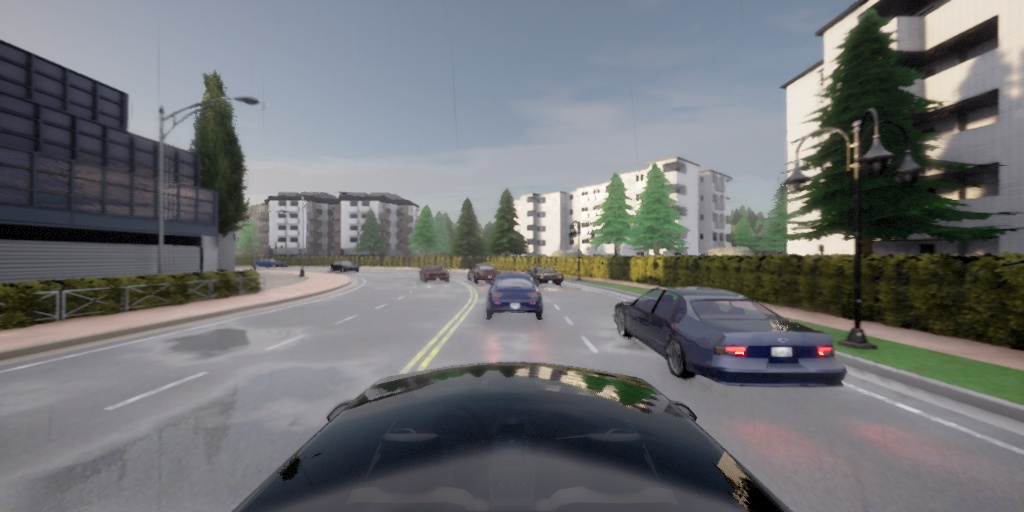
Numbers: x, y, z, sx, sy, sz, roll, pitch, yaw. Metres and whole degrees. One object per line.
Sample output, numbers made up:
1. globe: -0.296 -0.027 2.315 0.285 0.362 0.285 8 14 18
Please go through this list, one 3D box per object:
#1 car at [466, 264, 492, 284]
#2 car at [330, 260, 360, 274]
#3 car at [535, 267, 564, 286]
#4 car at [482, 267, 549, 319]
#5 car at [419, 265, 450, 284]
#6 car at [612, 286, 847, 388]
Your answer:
1. car: -2.304 1.335 28.088 1.812 1.442 4.674 0 0 -17
2. car: -20.088 1.275 43.057 5.008 1.535 1.882 0 -1 43
3. car: 2.037 1.416 25.621 1.895 1.301 4.718 0 0 -12
4. car: 0.044 1.303 12.834 1.812 1.442 4.674 0 0 -1
5. car: -6.068 1.399 28.011 1.895 1.301 4.718 0 0 -20
6. car: 3.595 1.322 7.269 2.033 1.411 5.357 0 0 0
